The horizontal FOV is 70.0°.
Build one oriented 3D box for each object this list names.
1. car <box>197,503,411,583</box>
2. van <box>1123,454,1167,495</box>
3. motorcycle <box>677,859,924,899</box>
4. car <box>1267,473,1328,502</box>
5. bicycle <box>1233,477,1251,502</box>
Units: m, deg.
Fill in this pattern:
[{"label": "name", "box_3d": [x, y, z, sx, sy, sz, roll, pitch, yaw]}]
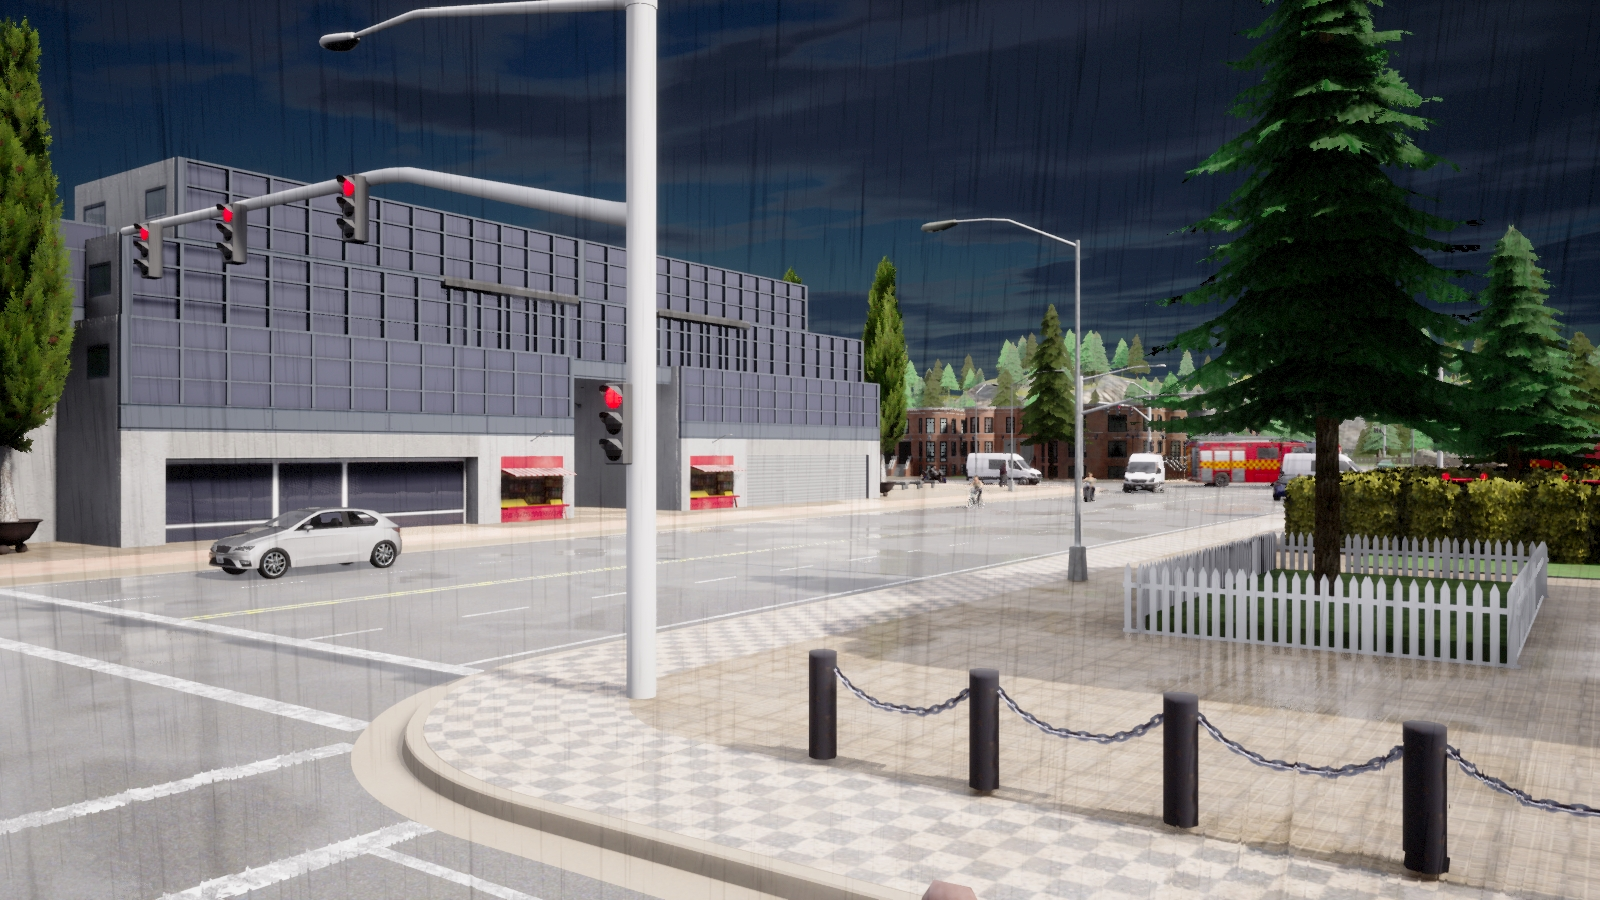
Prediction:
[{"label": "car", "box_3d": [-11.323, 2.066, 26.349, 1.816, 1.474, 4.193, 0, 0, 35]}, {"label": "van", "box_3d": [22.599, 1.534, 74.733, 1.988, 2.561, 5.915, 0, 0, 25]}, {"label": "motorcycle", "box_3d": [0.509, 2.205, 3.428, 2.209, 1.251, 0.867, 0, 0, 35]}, {"label": "car", "box_3d": [27.765, 2.063, 63.661, 2.163, 1.488, 4.792, 0, 0, 35]}, {"label": "bicycle", "box_3d": [24.334, 2.158, 62.852, 0.859, 1.276, 1.487, 0, 0, 23]}]
